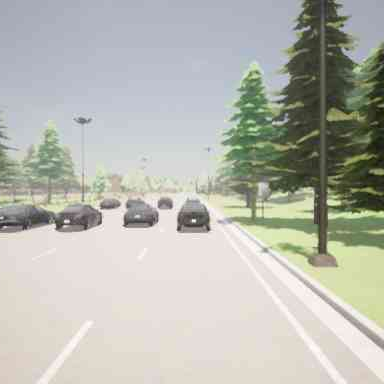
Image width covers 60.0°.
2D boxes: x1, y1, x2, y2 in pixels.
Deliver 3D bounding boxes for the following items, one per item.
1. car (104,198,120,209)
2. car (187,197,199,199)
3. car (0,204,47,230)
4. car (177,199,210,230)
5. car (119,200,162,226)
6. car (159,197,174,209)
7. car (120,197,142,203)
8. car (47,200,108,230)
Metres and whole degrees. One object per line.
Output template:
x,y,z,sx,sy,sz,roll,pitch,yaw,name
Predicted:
-10.405,1.427,42.695,1.994,1.385,4.181,0,0,0,car
0.095,1.363,40.326,2.128,1.511,4.902,0,0,0,car
-10.403,1.481,20.723,2.033,1.411,5.357,0,0,0,car
0.097,1.412,20.474,1.882,1.535,5.008,0,0,0,car
-3.403,1.491,22.797,1.994,1.385,4.181,0,0,0,car
-3.405,1.366,43.331,1.837,1.490,4.892,0,0,0,car
-6.905,1.361,40.787,2.128,1.511,4.902,0,0,0,car
-6.903,1.459,20.616,1.812,1.442,4.674,0,0,0,car
